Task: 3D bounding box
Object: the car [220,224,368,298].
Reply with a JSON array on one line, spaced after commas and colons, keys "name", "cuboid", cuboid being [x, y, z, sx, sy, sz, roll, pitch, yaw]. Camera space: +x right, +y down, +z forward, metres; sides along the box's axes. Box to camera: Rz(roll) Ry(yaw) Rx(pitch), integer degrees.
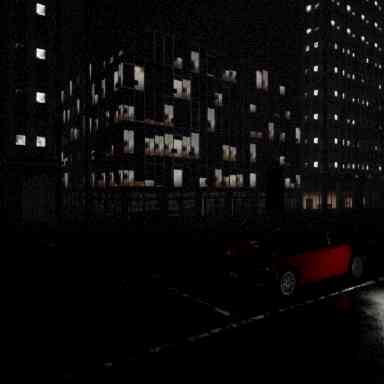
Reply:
[{"name": "car", "cuboid": [2.728, 1.545, 8.507, 4.507, 1.381, 1.887, 0, 0, -36]}]
